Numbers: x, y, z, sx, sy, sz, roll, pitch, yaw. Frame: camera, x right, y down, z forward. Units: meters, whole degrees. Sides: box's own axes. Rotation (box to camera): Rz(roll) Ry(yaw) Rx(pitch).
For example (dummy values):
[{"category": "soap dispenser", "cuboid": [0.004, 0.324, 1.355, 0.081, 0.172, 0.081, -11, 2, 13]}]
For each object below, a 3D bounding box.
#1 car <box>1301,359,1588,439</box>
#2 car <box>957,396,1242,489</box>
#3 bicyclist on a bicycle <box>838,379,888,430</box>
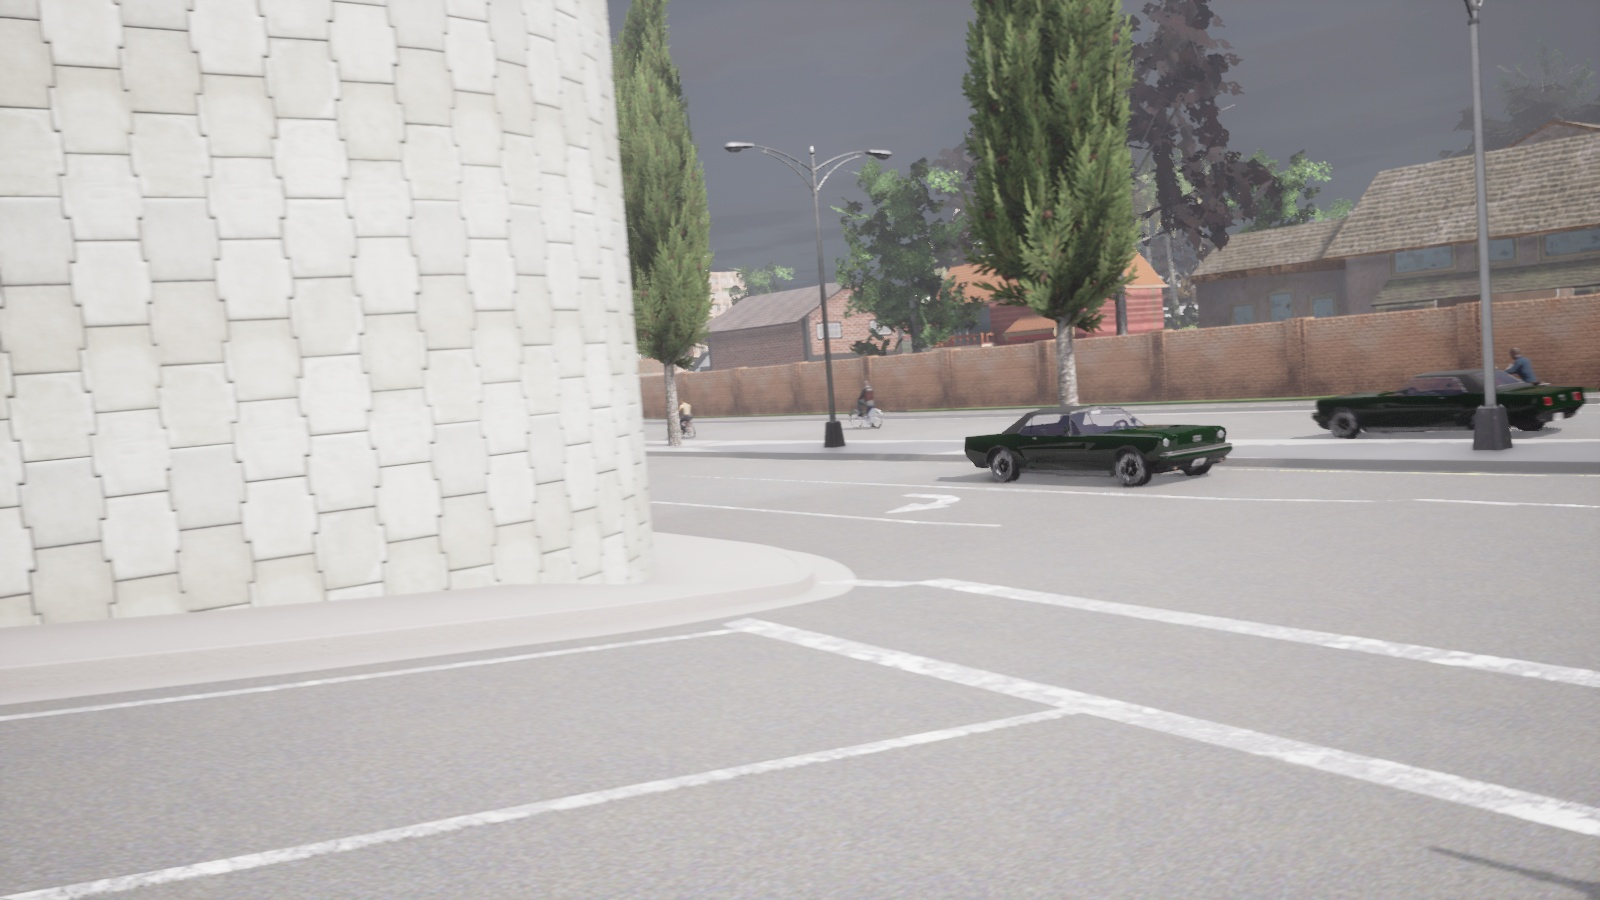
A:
[{"category": "car", "cuboid": [12.767, -0.980, 25.172, 1.895, 1.301, 4.718, -7, 5, -36]}, {"category": "car", "cuboid": [5.133, -0.145, 22.140, 1.895, 1.301, 4.718, -7, 5, -36]}, {"category": "bicyclist on a bicycle", "cuboid": [2.255, -1.634, 45.477, 0.659, 1.776, 1.843, -7, 5, -36]}]
